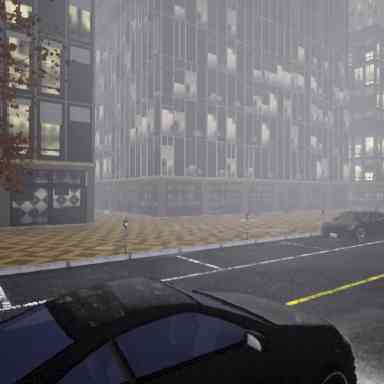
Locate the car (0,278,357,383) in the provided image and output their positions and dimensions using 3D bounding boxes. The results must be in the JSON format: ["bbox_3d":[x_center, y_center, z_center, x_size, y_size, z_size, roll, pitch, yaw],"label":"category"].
[{"bbox_3d":[-0.317,1.564,3.093,4.181,1.385,1.994,0,0,-35],"label":"car"}]

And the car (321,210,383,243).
[{"bbox_3d":[8.140,1.563,16.226,4.313,1.339,1.947,0,0,-36],"label":"car"}]
